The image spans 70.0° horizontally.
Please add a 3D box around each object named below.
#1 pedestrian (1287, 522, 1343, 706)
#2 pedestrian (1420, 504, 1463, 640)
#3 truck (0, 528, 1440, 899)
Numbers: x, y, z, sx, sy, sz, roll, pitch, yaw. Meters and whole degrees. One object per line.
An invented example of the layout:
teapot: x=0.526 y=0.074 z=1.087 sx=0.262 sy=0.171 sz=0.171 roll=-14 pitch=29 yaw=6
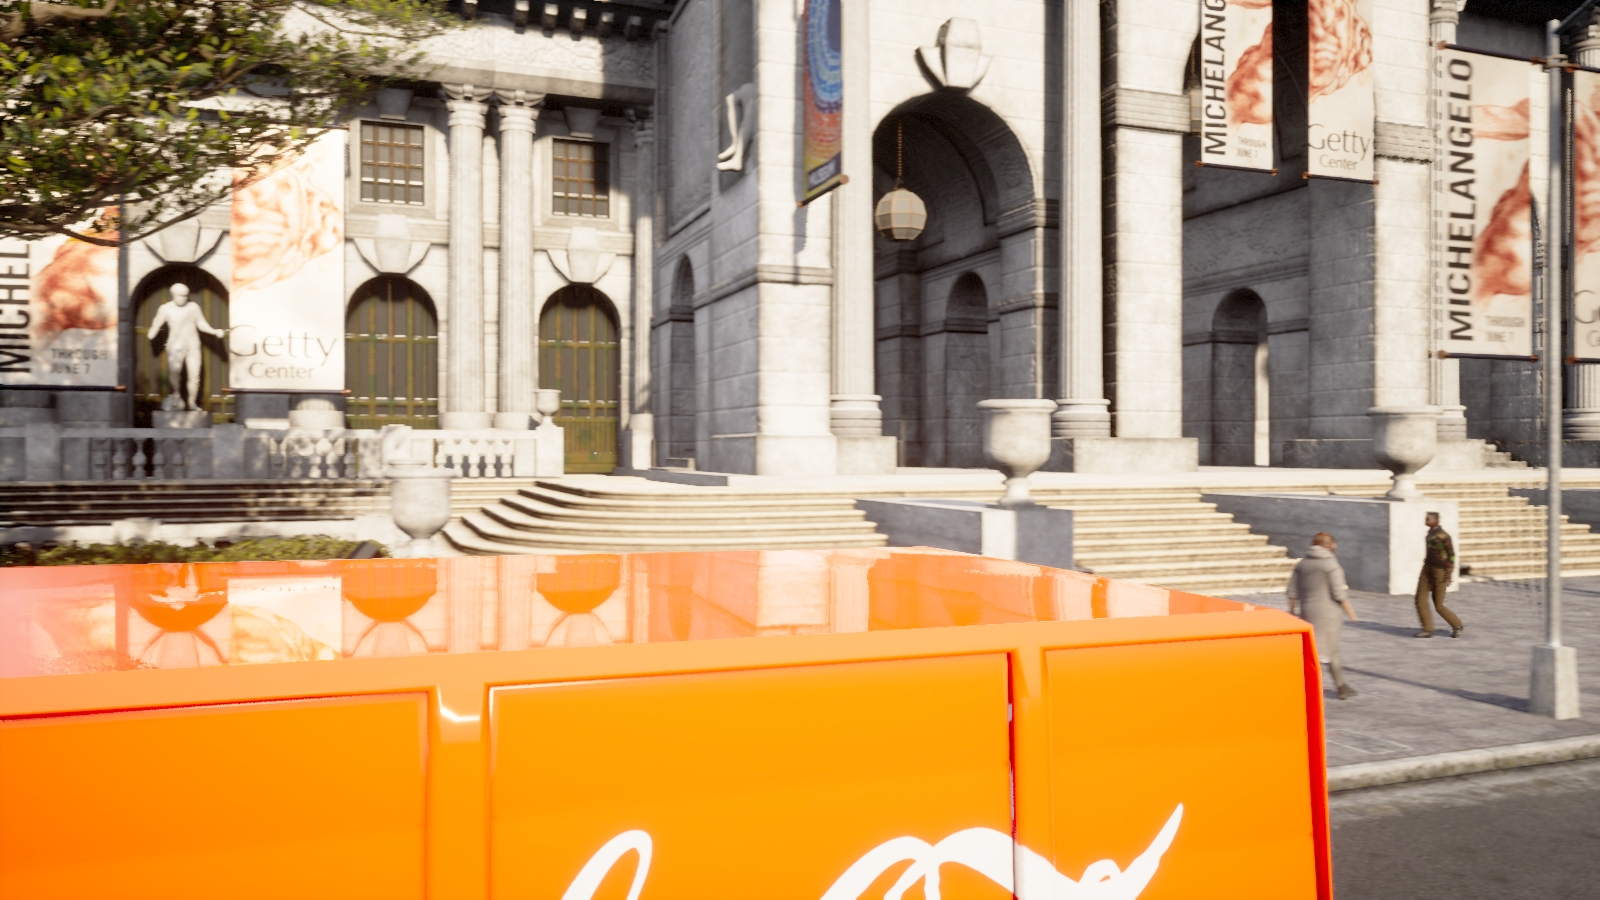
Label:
pedestrian: x=5.378 y=1.693 z=11.941 sx=0.375 sy=1.860 sz=0.375 roll=0 pitch=0 yaw=-20
pedestrian: x=8.982 y=1.691 z=16.009 sx=0.375 sy=1.860 sz=0.375 roll=0 pitch=0 yaw=-10
truck: x=-1.557 y=1.568 z=2.734 sx=5.204 sy=2.467 sz=2.627 roll=0 pitch=0 yaw=-20
